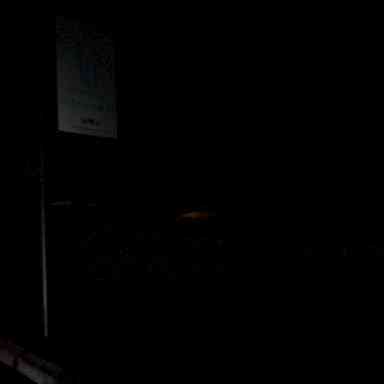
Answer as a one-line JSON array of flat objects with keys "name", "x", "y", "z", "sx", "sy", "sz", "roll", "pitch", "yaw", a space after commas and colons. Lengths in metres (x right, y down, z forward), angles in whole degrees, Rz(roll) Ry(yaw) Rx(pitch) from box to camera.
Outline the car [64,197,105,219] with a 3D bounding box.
[{"name": "car", "x": -7.840, "y": 1.465, "z": 28.264, "sx": 2.097, "sy": 1.535, "sz": 5.008, "roll": 0, "pitch": 0, "yaw": 35}]

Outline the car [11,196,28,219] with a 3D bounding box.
[{"name": "car", "x": -14.633, "y": 1.454, "z": 33.081, "sx": 2.097, "sy": 1.535, "sz": 5.008, "roll": 0, "pitch": 0, "yaw": 35}]

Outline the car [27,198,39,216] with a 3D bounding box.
[{"name": "car", "x": -12.370, "y": 1.461, "z": 31.471, "sx": 2.231, "sy": 1.521, "sz": 4.892, "roll": 0, "pitch": 0, "yaw": 35}]

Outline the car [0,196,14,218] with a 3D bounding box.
[{"name": "car", "x": -16.787, "y": 1.443, "z": 34.845, "sx": 1.946, "sy": 1.575, "sz": 5.366, "roll": 0, "pitch": 0, "yaw": 35}]

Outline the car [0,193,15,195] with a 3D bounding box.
[{"name": "car", "x": -23.698, "y": 1.152, "z": 39.497, "sx": 2.435, "sy": 2.045, "sz": 5.566, "roll": 0, "pitch": 0, "yaw": 35}]

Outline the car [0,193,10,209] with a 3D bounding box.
[{"name": "car", "x": -25.928, "y": 1.133, "z": 41.152, "sx": 2.435, "sy": 2.045, "sz": 5.566, "roll": 1, "pitch": 0, "yaw": 35}]

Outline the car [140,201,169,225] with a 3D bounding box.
[{"name": "car", "x": -1.039, "y": 1.504, "z": 23.458, "sx": 2.163, "sy": 1.488, "sz": 4.792, "roll": 0, "pitch": 0, "yaw": 35}]

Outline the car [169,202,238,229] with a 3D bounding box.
[{"name": "car", "x": 1.098, "y": 1.474, "z": 21.675, "sx": 1.946, "sy": 1.575, "sz": 5.366, "roll": 0, "pitch": 0, "yaw": 35}]

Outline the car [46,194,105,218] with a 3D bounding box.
[{"name": "car", "x": -10.121, "y": 1.211, "z": 29.844, "sx": 2.435, "sy": 2.045, "sz": 5.566, "roll": 0, "pitch": 0, "yaw": 35}]

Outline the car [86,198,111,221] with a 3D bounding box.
[{"name": "car", "x": -5.577, "y": 1.468, "z": 26.655, "sx": 2.097, "sy": 1.535, "sz": 5.008, "roll": 0, "pitch": 0, "yaw": 35}]

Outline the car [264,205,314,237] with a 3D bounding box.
[{"name": "car", "x": 5.714, "y": 1.512, "z": 18.586, "sx": 2.163, "sy": 1.488, "sz": 4.792, "roll": 0, "pitch": 0, "yaw": 35}]

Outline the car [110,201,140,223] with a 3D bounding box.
[{"name": "car", "x": -3.314, "y": 1.472, "z": 25.048, "sx": 2.231, "sy": 1.521, "sz": 4.892, "roll": 0, "pitch": 0, "yaw": 35}]
